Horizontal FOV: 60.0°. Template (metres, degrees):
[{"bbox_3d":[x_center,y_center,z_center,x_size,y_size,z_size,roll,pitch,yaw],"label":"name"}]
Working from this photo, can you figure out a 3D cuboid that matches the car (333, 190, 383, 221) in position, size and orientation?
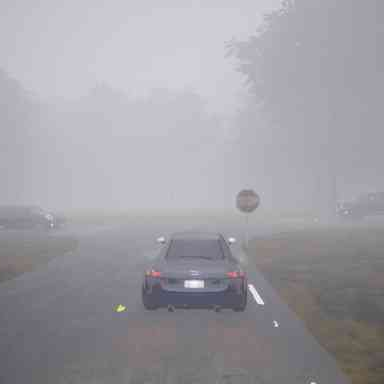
[{"bbox_3d":[13.199,0.923,24.044,5.566,2.045,2.150,-1,1,-1],"label":"car"}]

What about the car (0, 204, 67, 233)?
[{"bbox_3d":[-10.318,1.544,20.880,4.553,1.767,2.097,-1,1,6],"label":"car"}]

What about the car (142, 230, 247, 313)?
[{"bbox_3d":[0.097,1.563,7.764,1.994,1.385,4.181,0,0,2],"label":"car"}]
